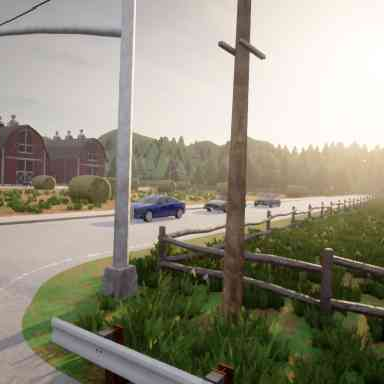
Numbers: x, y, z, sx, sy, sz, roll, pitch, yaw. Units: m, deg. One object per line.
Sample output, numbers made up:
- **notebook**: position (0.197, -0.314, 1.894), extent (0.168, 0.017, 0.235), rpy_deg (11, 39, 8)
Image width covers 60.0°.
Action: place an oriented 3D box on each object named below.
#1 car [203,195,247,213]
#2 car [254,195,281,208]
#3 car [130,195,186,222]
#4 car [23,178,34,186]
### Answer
- **car**: position (3.092, 1.000, 29.444), extent (2.033, 1.411, 5.357), rpy_deg (3, 2, 33)
- **car**: position (8.613, 1.001, 37.796), extent (1.994, 1.385, 4.181), rpy_deg (3, 2, 33)
- **car**: position (-2.352, 0.947, 21.185), extent (1.882, 1.535, 5.008), rpy_deg (3, 2, 33)
- **car**: position (-38.870, -2.310, 79.364), extent (1.905, 1.878, 3.866), rpy_deg (8, 2, -13)
